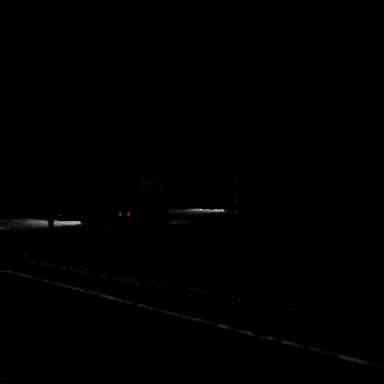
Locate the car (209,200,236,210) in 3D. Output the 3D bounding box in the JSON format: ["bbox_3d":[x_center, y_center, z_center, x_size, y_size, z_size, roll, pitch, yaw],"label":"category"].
[{"bbox_3d":[4.689,1.785,46.484,1.994,1.385,4.181,-1,0,37],"label":"car"}]

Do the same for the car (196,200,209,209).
[{"bbox_3d":[2.432,1.822,49.303,1.994,1.385,4.181,-1,0,37],"label":"car"}]

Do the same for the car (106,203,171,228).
[{"bbox_3d":[-3.586,1.559,24.449,2.097,1.767,4.553,-1,-1,39],"label":"car"}]

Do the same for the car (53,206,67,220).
[{"bbox_3d":[-11.048,1.839,32.097,1.837,1.490,4.892,-1,0,39],"label":"car"}]

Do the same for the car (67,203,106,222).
[{"bbox_3d":[-8.471,1.856,29.714,1.994,1.385,4.181,-1,0,39],"label":"car"}]
